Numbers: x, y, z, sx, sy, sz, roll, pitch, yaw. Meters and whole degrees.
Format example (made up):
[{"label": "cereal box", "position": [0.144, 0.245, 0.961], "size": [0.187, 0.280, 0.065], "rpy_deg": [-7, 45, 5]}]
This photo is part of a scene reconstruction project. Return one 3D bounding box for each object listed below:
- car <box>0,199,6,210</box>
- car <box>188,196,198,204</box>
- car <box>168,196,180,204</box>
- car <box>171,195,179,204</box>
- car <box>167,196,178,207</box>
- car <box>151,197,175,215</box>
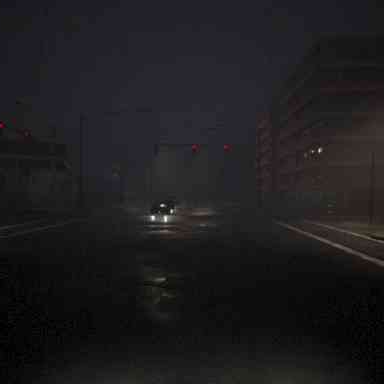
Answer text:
[{"label": "car", "position": [-24.063, 1.456, 38.891], "size": [3.806, 1.475, 1.970], "rpy_deg": [0, 0, 1]}, {"label": "car", "position": [0.231, 1.526, 64.979], "size": [1.812, 1.442, 4.674], "rpy_deg": [0, 0, 0]}, {"label": "car", "position": [-3.409, 1.564, 62.547], "size": [1.994, 1.385, 4.181], "rpy_deg": [0, 0, 0]}, {"label": "car", "position": [-3.344, 1.352, 52.529], "size": [2.097, 1.767, 4.553], "rpy_deg": [0, 0, 0]}, {"label": "car", "position": [-3.268, 1.564, 43.933], "size": [1.994, 1.385, 4.181], "rpy_deg": [0, 0, -1]}, {"label": "car", "position": [-3.183, 1.547, 34.692], "size": [2.033, 1.411, 5.357], "rpy_deg": [0, 0, -1]}]
